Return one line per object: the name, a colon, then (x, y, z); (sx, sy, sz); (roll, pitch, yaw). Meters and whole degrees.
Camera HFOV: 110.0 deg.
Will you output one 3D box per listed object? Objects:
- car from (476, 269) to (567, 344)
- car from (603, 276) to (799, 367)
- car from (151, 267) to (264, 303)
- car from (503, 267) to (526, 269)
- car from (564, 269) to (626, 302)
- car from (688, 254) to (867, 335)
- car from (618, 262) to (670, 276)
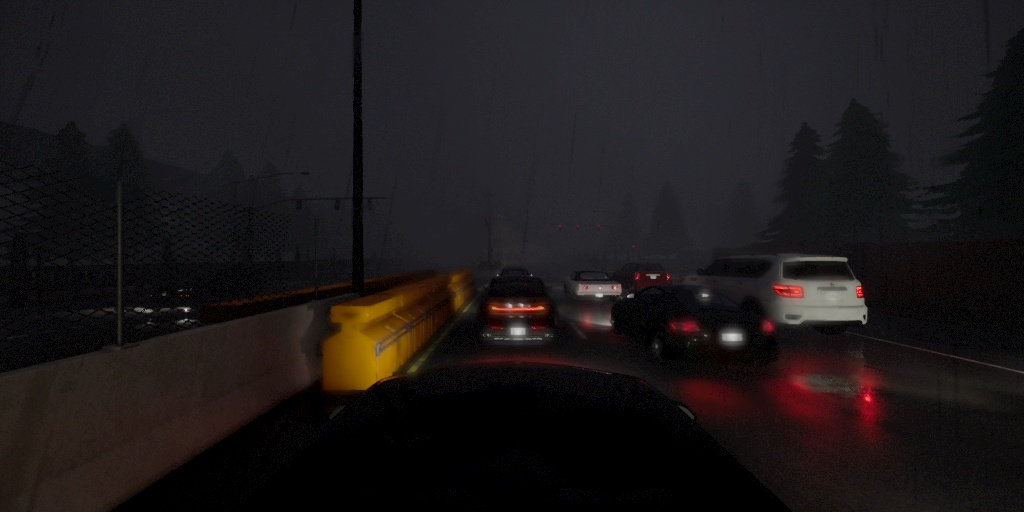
car: (0.120, 1.255, 9.570); (1.837, 1.490, 4.892); (0, 0, 0)
car: (3.624, 1.314, 7.941); (1.994, 1.385, 4.181); (0, 0, -1)
car: (-13.962, 1.314, 16.816); (1.837, 1.490, 4.892); (0, 0, 0)
car: (0.141, 1.297, 19.088); (2.033, 1.411, 5.357); (0, 0, 0)
car: (3.639, 1.351, 17.123); (1.895, 1.301, 4.718); (0, 0, 0)
car: (7.124, 0.971, 10.641); (2.150, 2.045, 5.566); (0, 0, 0)
car: (7.147, 1.102, 20.227); (2.097, 1.767, 4.553); (0, 0, 0)
